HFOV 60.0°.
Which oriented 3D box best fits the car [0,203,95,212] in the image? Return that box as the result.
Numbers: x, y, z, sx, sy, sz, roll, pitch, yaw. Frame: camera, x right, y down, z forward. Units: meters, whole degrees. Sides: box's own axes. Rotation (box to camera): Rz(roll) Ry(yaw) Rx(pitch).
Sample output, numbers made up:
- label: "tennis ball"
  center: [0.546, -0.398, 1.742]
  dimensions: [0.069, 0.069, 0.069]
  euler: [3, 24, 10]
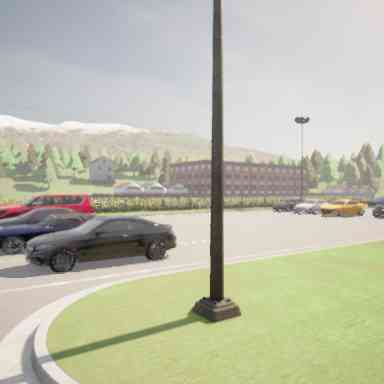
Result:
- label: "car"
  center: [-6.994, 1.463, 16.137]
  dimensions: [5.357, 1.411, 2.033]
  euler: [0, 0, -34]

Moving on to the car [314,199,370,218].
- label: "car"
  center: [13.617, 1.430, 30.069]
  dimensions: [5.008, 1.535, 1.882]
  euler: [0, 0, -34]

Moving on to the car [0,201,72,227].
- label: "car"
  center: [-10.604, 1.405, 22.131]
  dimensions: [4.674, 1.442, 1.812]
  euler: [0, 0, -34]

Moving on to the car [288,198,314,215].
- label: "car"
  center: [12.160, 1.461, 33.293]
  dimensions: [4.674, 1.442, 1.812]
  euler: [0, 0, -34]

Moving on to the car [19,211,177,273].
- label: "car"
  center: [-2.689, 1.478, 10.583]
  dimensions: [4.674, 1.442, 1.812]
  euler: [0, 0, -34]

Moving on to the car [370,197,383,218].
- label: "car"
  center: [17.448, 1.326, 28.426]
  dimensions: [4.553, 1.767, 2.097]
  euler: [0, 0, -34]

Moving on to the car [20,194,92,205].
- label: "car"
  center: [-8.476, 1.120, 19.359]
  dimensions: [5.566, 2.045, 2.150]
  euler: [0, 0, -34]

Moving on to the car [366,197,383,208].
- label: "car"
  center: [27.026, 1.462, 47.369]
  dimensions: [5.008, 1.535, 1.882]
  euler: [0, 0, -34]

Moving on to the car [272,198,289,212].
- label: "car"
  center: [10.981, 1.424, 36.734]
  dimensions: [4.892, 1.490, 1.837]
  euler: [0, 0, -34]

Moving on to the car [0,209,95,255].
- label: "car"
  center: [-5.361, 1.534, 13.016]
  dimensions: [4.718, 1.301, 1.895]
  euler: [0, 0, -34]
